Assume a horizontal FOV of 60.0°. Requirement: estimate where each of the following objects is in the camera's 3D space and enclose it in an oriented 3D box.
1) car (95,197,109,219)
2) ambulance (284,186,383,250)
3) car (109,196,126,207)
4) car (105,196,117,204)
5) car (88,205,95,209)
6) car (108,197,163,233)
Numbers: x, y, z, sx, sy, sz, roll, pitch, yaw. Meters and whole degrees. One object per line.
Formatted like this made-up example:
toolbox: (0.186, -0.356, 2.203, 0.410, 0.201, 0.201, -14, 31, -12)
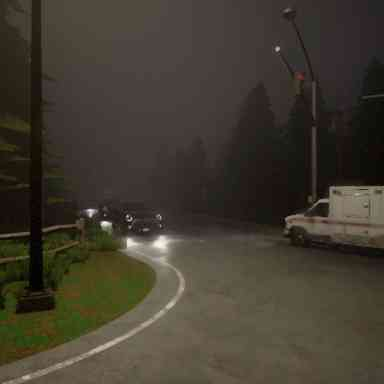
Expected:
car: (-6.602, 1.324, 27.719, 2.097, 1.767, 4.553, 0, 0, -20)
ambulance: (6.467, 1.008, 11.949, 2.351, 2.431, 6.366, -2, 1, -42)
car: (-11.706, 1.455, 52.100, 2.128, 1.511, 4.902, 0, 0, -19)
car: (-15.012, 1.527, 61.522, 1.994, 1.385, 4.181, 0, 0, -18)
car: (-13.153, 1.570, 45.427, 1.895, 1.301, 4.718, 0, 0, -20)
car: (-3.184, 1.324, 18.900, 2.097, 1.767, 4.553, 0, 0, -23)
